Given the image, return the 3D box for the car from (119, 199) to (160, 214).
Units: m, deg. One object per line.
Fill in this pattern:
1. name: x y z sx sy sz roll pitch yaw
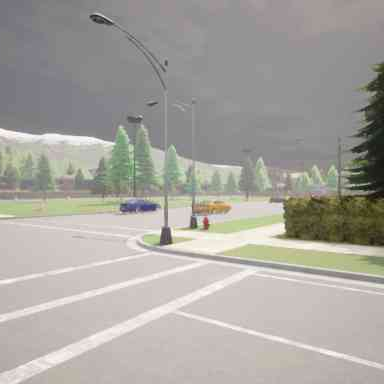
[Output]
1. car: -5.496 1.477 35.563 1.882 1.535 5.008 0 0 36

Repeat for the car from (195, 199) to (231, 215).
1. car: 2.257 1.477 34.341 1.882 1.535 5.008 0 0 36

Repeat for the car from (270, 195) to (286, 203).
1. car: 17.518 1.353 67.408 2.097 1.767 4.553 0 0 36
